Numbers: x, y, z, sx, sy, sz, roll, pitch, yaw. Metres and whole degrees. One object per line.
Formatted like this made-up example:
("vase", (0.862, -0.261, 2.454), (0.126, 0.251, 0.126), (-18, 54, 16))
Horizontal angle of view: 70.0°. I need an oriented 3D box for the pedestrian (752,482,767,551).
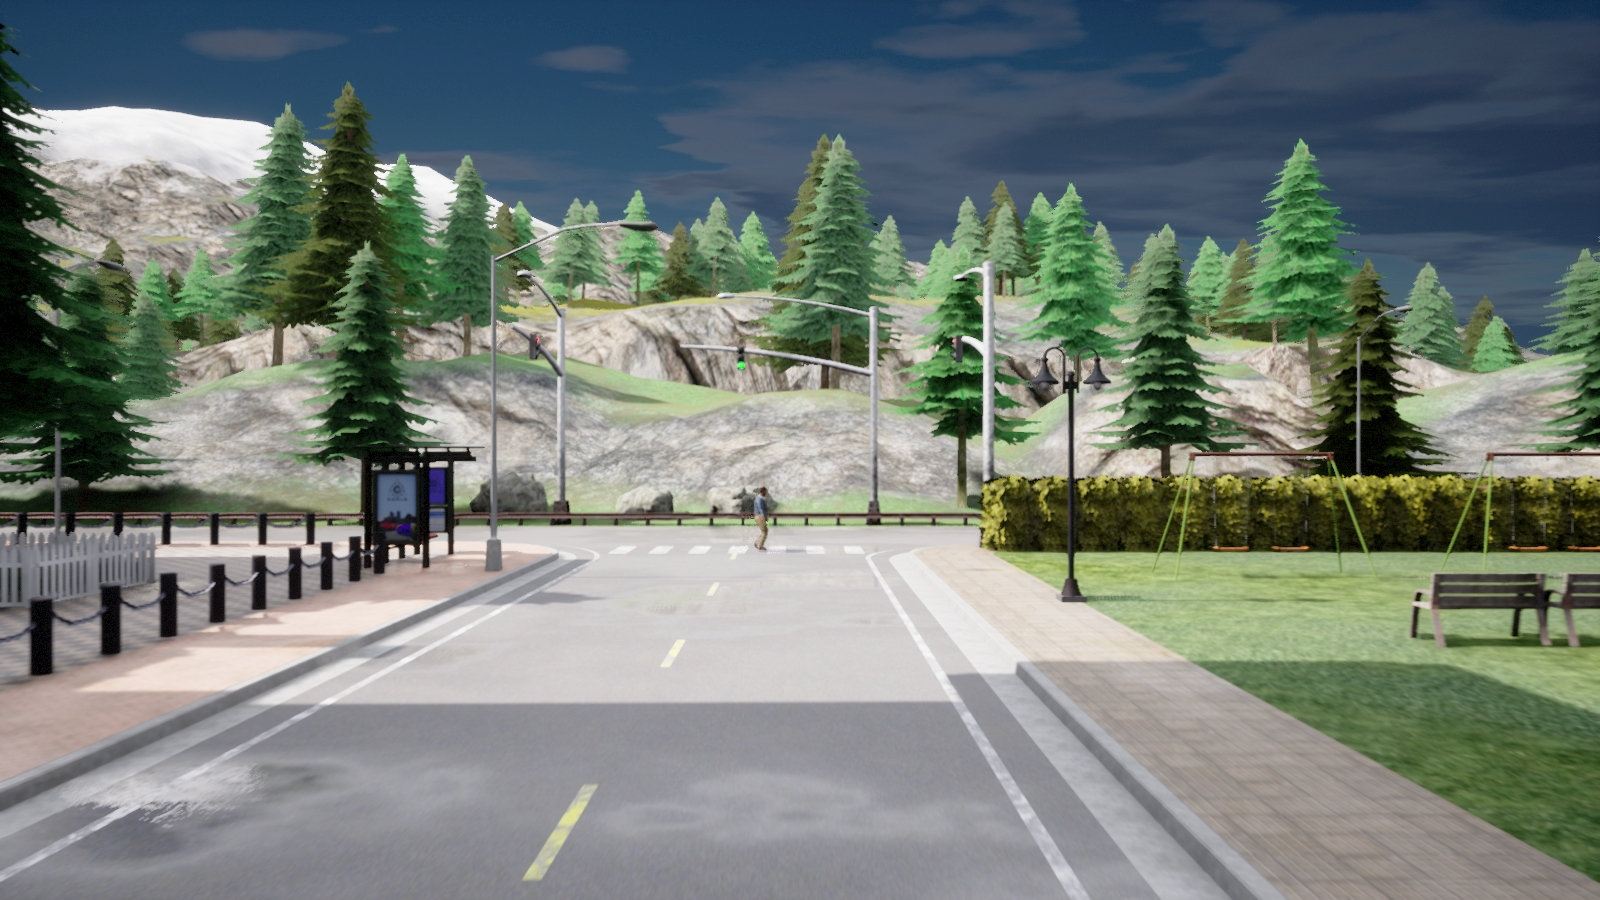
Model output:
("pedestrian", (-1.113, 1.828, 31.412), (0.375, 1.860, 0.375), (0, 0, -8))
